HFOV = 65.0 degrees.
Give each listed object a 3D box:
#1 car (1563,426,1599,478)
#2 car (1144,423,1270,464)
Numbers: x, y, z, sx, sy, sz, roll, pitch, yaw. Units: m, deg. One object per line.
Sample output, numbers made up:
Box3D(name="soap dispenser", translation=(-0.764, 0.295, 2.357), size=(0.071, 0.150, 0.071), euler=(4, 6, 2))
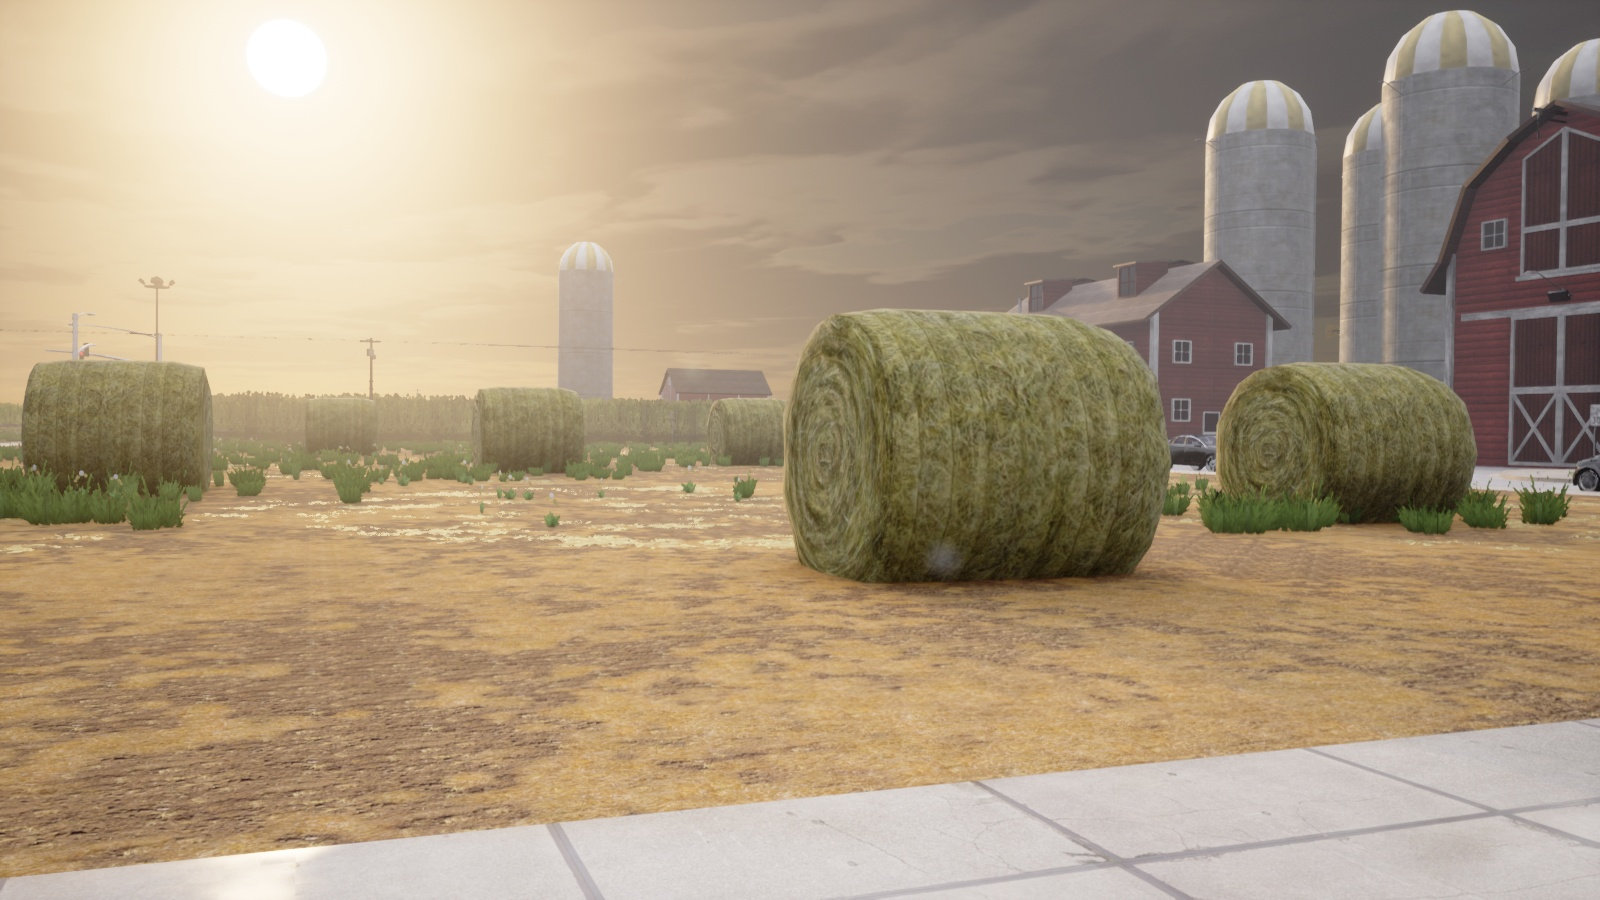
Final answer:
Box3D(name="car", translation=(23.005, 0.053, 33.473), size=(1.994, 1.385, 4.181), euler=(-1, 1, -22))
Box3D(name="car", translation=(16.229, -0.274, 50.357), size=(2.128, 1.511, 4.902), euler=(-2, 1, -22))
